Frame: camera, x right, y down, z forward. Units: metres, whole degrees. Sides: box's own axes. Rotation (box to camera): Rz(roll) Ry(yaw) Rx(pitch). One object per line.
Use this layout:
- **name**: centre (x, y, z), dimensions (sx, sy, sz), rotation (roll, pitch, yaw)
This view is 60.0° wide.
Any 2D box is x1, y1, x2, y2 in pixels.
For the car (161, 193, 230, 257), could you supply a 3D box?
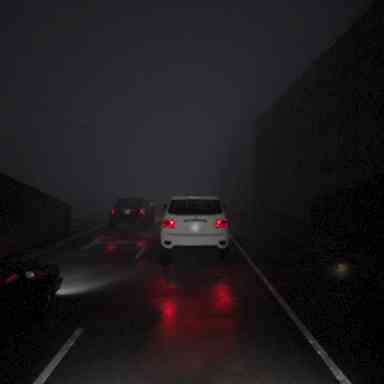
- **car**: centre (0.099, 1.032, 12.268), dimensions (2.150, 2.045, 5.566), rotation (0, 1, 0)

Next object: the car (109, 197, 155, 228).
- **car**: centre (-3.401, 1.050, 19.598), dimensions (2.097, 1.767, 4.553), rotation (0, 1, 0)

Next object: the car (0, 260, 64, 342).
- **car**: centre (-3.393, 1.484, 4.040), dimensions (2.033, 1.411, 5.357), rotation (0, 1, -1)

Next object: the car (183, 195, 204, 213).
- **car**: centre (0.098, 1.047, 31.163), dimensions (1.812, 1.442, 4.674), rotation (0, 1, 0)
